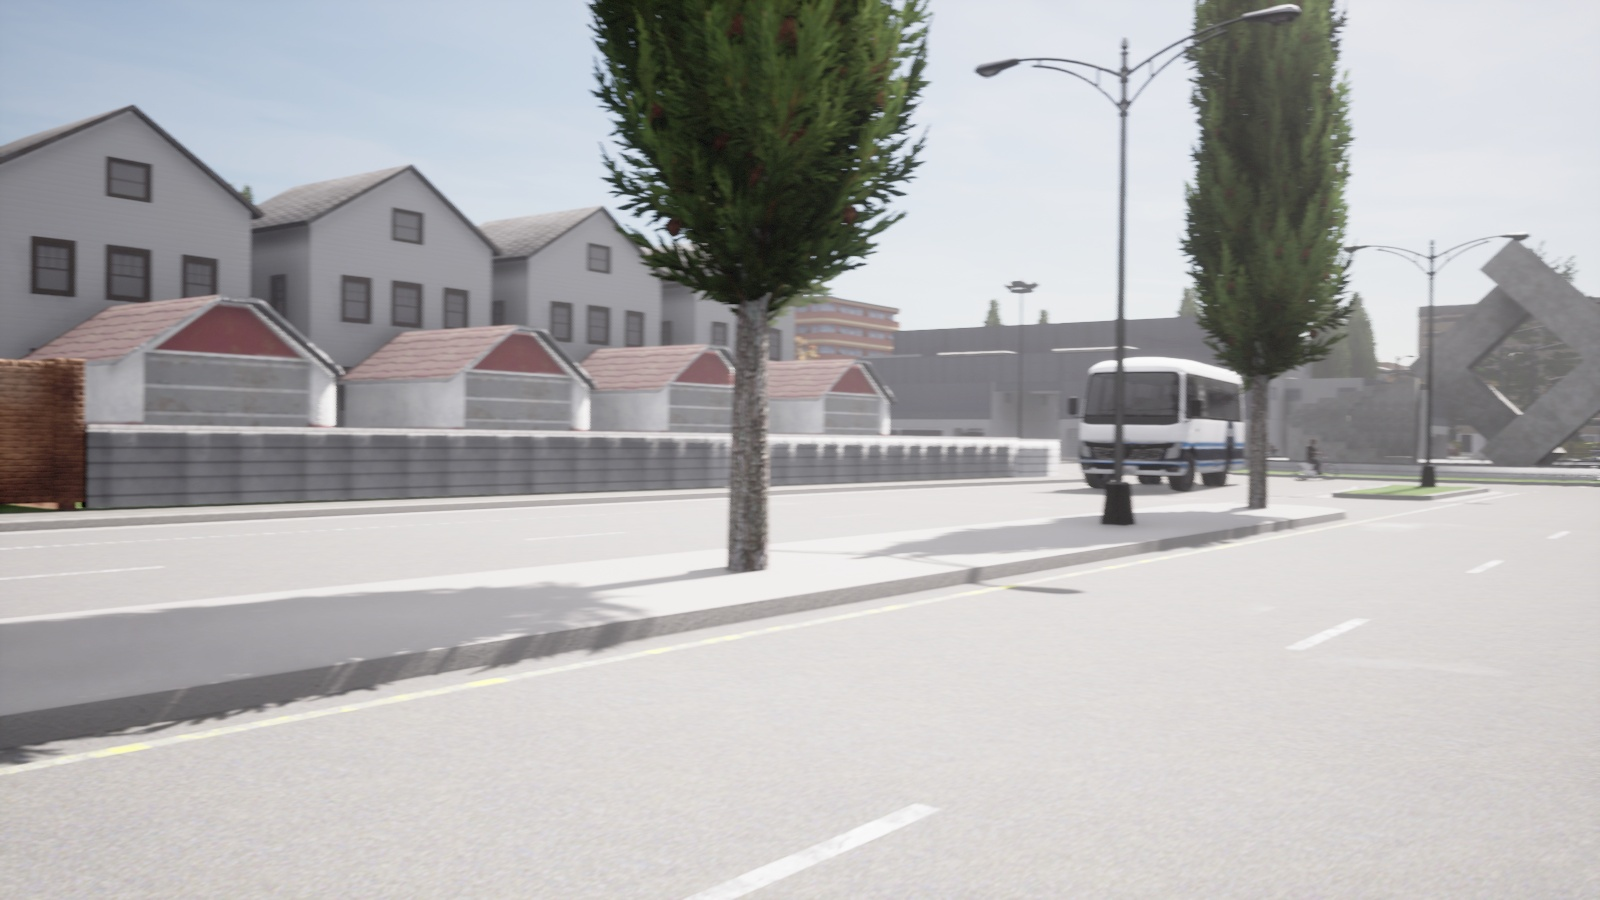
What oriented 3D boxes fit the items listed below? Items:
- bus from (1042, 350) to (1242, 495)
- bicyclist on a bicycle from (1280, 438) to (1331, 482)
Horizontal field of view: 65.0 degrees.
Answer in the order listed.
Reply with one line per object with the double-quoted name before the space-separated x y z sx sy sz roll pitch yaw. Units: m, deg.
"bus" 11.766 -0.851 42.183 3.944 4.253 10.273 1 1 30
"bicyclist on a bicycle" 20.875 0.417 51.894 0.659 1.776 1.843 1 0 -38
